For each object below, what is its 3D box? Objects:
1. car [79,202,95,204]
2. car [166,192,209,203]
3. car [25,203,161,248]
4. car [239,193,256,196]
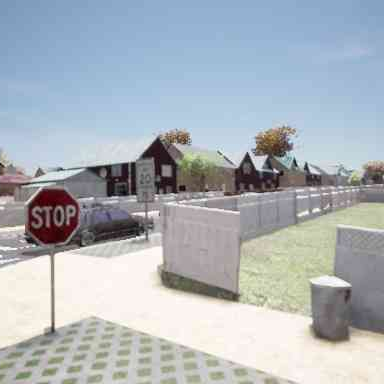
[{"bbox_3d":[-5.584,1.298,16.260,1.837,1.490,4.892,-2,1,35],"label":"car"},{"bbox_3d":[-0.384,0.903,23.660,2.097,1.767,4.553,-2,0,35],"label":"car"},{"bbox_3d":[-3.691,1.289,13.137,2.033,1.411,5.357,-2,0,31],"label":"car"},{"bbox_3d":[5.261,0.815,31.676,1.812,1.442,4.674,-2,0,36],"label":"car"}]
